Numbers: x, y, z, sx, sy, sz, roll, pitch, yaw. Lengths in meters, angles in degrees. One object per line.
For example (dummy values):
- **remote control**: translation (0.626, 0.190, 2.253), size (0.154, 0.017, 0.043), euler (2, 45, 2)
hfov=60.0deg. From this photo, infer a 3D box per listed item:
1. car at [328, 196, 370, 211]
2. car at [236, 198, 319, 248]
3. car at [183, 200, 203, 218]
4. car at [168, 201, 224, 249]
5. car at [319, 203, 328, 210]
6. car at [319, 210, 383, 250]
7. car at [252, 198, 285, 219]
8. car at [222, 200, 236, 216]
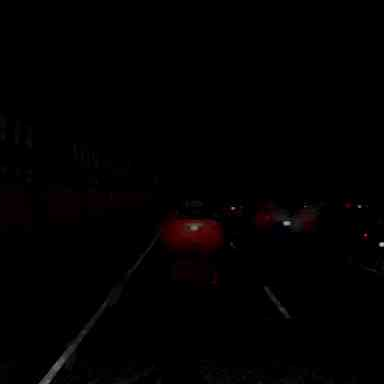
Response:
- **car**: translation (14.096, 1.358, 30.635), size (2.150, 2.045, 5.566), euler (0, 0, 0)
- **car**: translation (3.596, 1.290, 15.283), size (2.150, 2.045, 5.566), euler (0, 0, 0)
- **car**: translation (0.096, 1.626, 33.129), size (1.882, 1.535, 5.008), euler (0, 0, 0)
- **car**: translation (0.094, 1.419, 14.994), size (2.097, 1.767, 4.553), euler (0, 0, 0)
- **car**: translation (10.595, 1.633, 31.577), size (2.128, 1.511, 4.902), euler (0, 0, 0)
- **car**: translation (7.095, 1.667, 14.629), size (1.895, 1.301, 4.718), euler (0, 0, 0)
- **car**: translation (7.095, 1.492, 31.302), size (2.097, 1.767, 4.553), euler (0, 0, 0)
- **car**: translation (3.595, 1.492, 31.314), size (2.097, 1.767, 4.553), euler (0, 0, 0)
